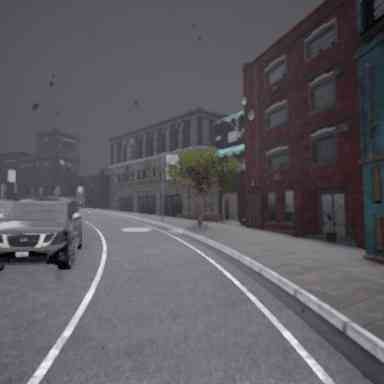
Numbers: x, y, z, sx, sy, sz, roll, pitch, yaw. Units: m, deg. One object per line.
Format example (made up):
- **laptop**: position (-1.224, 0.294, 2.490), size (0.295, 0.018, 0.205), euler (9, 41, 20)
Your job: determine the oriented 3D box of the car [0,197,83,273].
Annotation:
- **car**: position (-4.930, 1.214, 11.131), size (2.150, 2.045, 5.566), euler (1, 0, -13)
